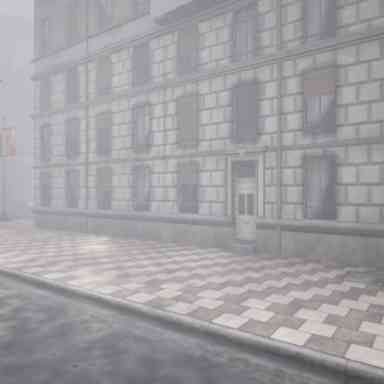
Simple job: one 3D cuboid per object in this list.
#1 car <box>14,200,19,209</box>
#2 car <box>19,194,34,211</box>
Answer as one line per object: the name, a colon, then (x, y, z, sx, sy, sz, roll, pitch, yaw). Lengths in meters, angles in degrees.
car: (-19.281, 1.221, 41.826, 2.150, 2.045, 5.566, 0, 0, 36)
car: (-17.089, 1.352, 38.878, 2.097, 1.767, 4.553, 0, 0, 36)
